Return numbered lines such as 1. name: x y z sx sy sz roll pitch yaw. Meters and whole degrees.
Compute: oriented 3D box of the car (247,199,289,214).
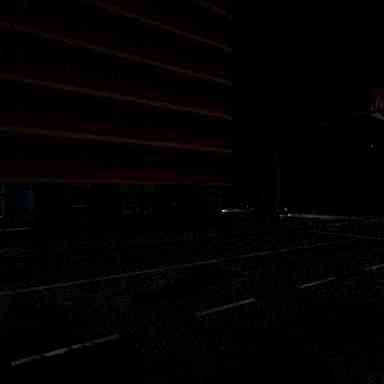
1. car: 8.039 1.492 35.547 2.128 1.511 4.902 0 0 -36
